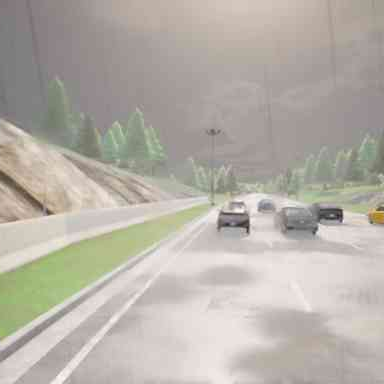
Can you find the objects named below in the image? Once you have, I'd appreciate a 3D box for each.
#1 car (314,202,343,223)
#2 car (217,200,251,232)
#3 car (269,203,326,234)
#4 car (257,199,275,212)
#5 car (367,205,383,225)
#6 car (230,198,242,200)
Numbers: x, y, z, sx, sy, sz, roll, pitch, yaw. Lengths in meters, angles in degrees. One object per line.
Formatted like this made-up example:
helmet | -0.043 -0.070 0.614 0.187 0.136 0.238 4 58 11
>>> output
car | 10.473 1.543 26.490 1.882 1.535 5.008 0 0 8
car | 2.523 1.501 20.136 2.128 1.511 4.902 0 0 8
car | 5.953 1.582 19.469 2.033 1.411 5.357 0 0 8
car | 8.665 1.571 38.845 1.812 1.442 4.674 0 0 8
car | 13.404 1.568 22.164 1.882 1.535 5.008 0 0 8
car | 5.239 1.511 39.610 2.128 1.511 4.902 0 0 8
